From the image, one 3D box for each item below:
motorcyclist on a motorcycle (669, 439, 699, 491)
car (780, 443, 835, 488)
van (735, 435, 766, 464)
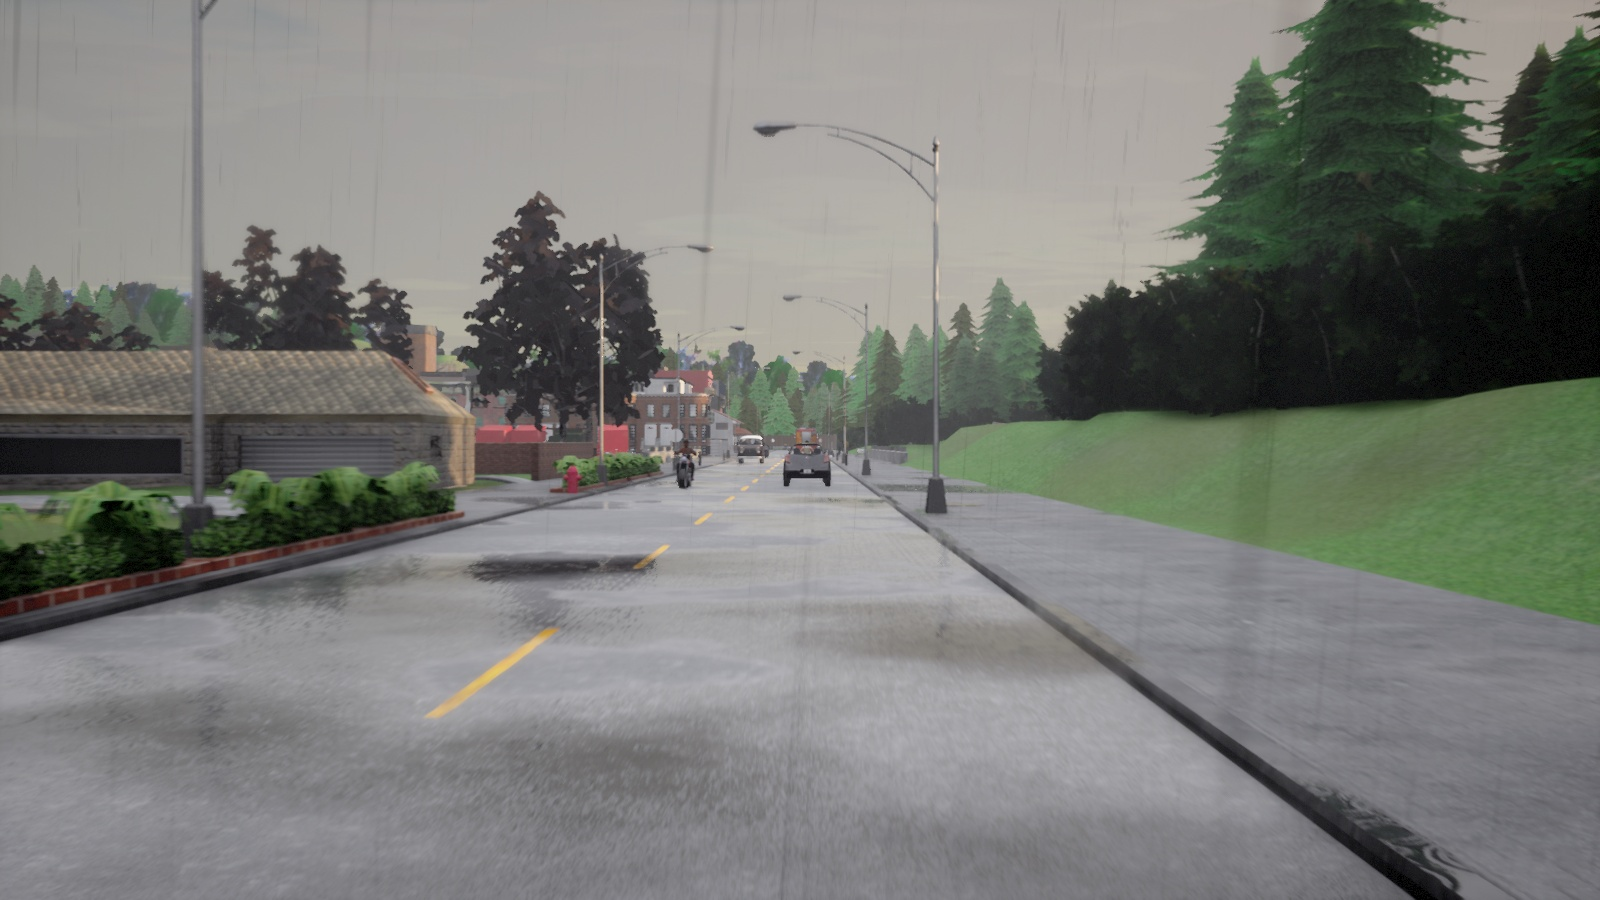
[{"bbox_3d":[-3.769,0.466,40.992,0.766,1.649,2.350,0,0,0],"label":"motorcyclist on a motorcycle"},{"bbox_3d":[0.246,0.516,43.952,1.845,1.501,3.633,0,0,0],"label":"car"},{"bbox_3d":[-3.533,-0.037,90.214,2.069,2.038,4.480,0,1,0],"label":"van"}]
